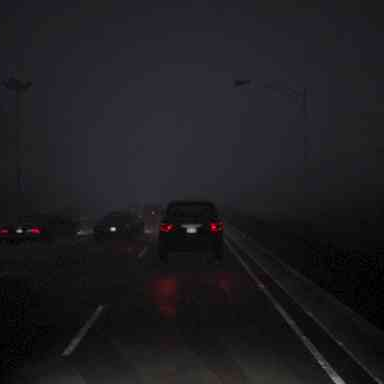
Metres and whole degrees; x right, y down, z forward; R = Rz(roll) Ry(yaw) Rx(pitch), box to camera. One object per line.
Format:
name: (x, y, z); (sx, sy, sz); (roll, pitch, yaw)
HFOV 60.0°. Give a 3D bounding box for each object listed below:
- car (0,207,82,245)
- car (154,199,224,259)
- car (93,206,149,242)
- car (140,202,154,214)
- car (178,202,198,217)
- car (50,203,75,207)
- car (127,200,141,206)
car: (-7.129, 1.684, 16.236); (2.033, 1.411, 5.357); (-1, 0, -1)
car: (-0.055, 1.278, 12.945); (2.150, 2.045, 5.566); (-1, 0, -1)
car: (-3.621, 1.671, 17.124); (1.994, 1.385, 4.181); (-1, 0, -1)
car: (-3.990, 1.789, 35.347); (1.895, 1.301, 4.718); (-1, 0, -2)
car: (-0.461, 1.751, 34.373); (1.895, 1.301, 4.718); (-1, 0, -2)
car: (-10.804, 1.698, 27.962); (1.882, 1.535, 5.008); (-1, 0, -1)
car: (-7.988, 1.837, 46.613); (1.994, 1.385, 4.181); (-1, 0, -3)
